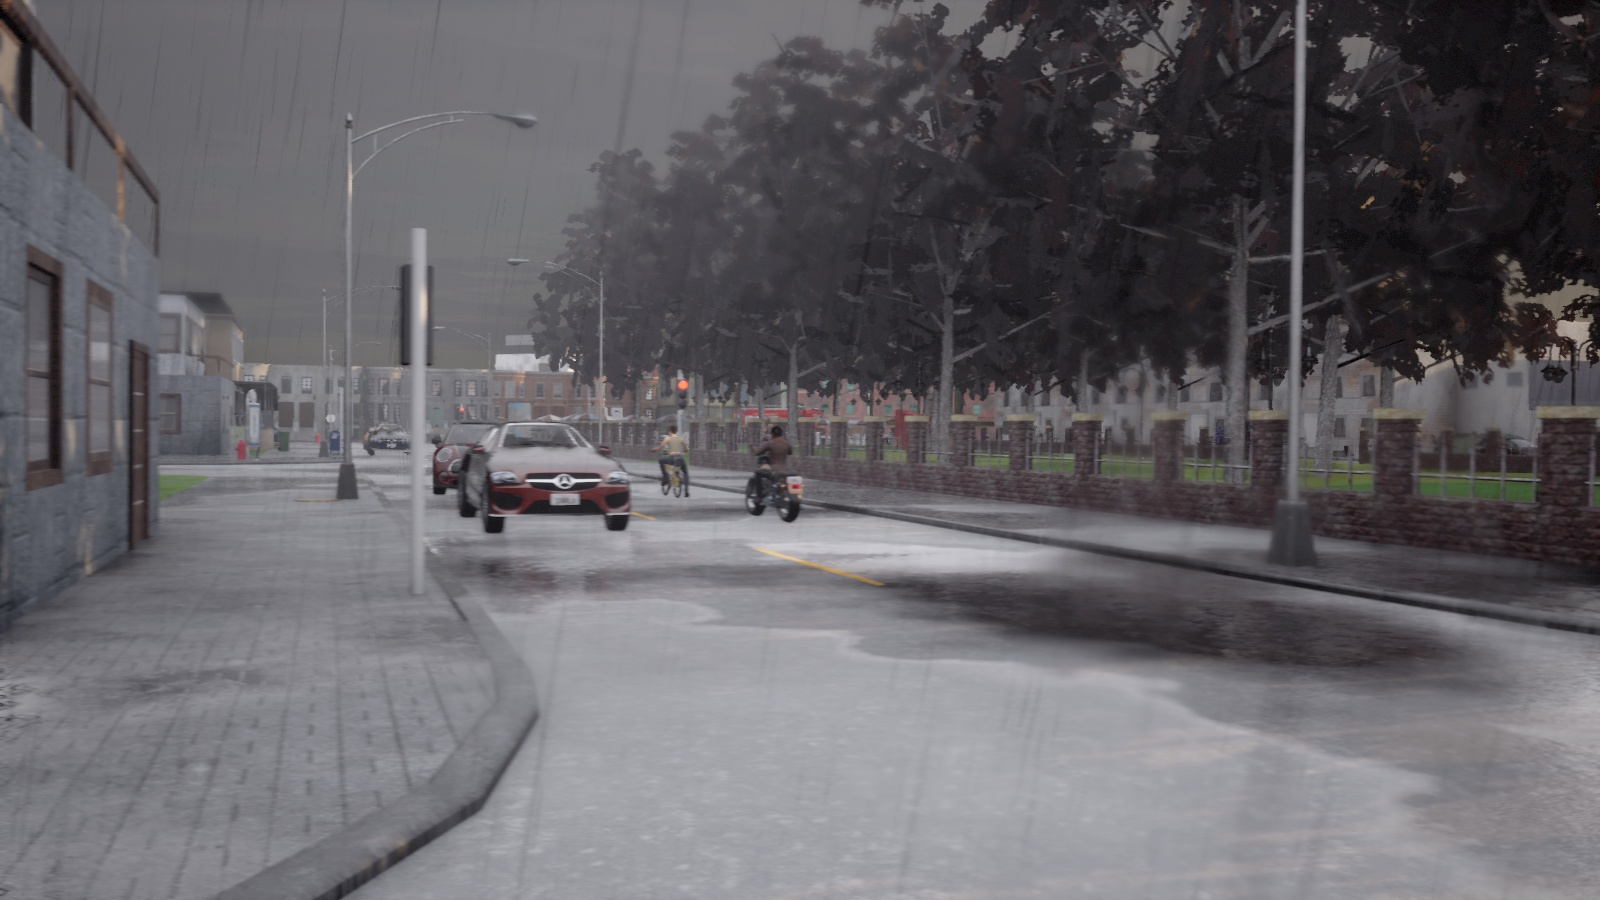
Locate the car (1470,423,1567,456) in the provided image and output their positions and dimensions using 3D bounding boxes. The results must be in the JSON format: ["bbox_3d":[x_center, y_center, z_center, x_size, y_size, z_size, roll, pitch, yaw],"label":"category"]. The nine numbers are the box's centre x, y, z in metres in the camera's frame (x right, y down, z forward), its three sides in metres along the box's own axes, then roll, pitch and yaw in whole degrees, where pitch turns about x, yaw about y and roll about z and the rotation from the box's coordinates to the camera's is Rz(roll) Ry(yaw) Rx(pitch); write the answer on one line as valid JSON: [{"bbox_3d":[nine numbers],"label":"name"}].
[{"bbox_3d":[33.764,-0.515,59.116,1.845,1.501,3.633,-1,1,-21],"label":"car"}]

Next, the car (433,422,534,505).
[{"bbox_3d":[-7.497,0.257,29.563,2.097,1.767,4.553,-1,1,-16],"label":"car"}]

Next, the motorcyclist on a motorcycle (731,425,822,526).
[{"bbox_3d":[-0.435,0.401,21.649,0.766,1.649,2.350,-1,1,-21],"label":"motorcyclist on a motorcycle"}]

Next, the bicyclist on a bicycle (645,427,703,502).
[{"bbox_3d":[-2.829,0.308,28.077,0.866,1.612,1.509,-1,1,-22],"label":"bicyclist on a bicycle"}]

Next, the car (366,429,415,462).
[{"bbox_3d":[-21.334,-0.256,65.324,2.152,1.651,5.027,-1,1,-21],"label":"car"}]

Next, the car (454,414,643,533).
[{"bbox_3d":[-4.197,0.293,20.221,2.152,1.651,5.027,-1,1,-21],"label":"car"}]

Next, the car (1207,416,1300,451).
[{"bbox_3d":[27.346,-1.015,75.959,2.150,2.045,5.566,-1,1,-21],"label":"car"}]
